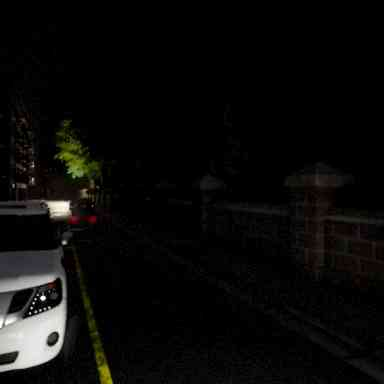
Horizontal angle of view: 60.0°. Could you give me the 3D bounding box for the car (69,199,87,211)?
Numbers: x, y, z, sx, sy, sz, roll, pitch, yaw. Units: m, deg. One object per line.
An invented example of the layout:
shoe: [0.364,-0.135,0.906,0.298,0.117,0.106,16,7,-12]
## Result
car: [-14.494,1.570,42.168,1.994,1.385,4.181,0,0,-22]

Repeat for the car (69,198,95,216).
car: [-10.839,1.355,32.978,2.097,1.767,4.553,0,0,-22]

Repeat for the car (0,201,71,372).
car: [-3.364,1.220,5.790,2.150,2.045,5.566,0,0,-22]
